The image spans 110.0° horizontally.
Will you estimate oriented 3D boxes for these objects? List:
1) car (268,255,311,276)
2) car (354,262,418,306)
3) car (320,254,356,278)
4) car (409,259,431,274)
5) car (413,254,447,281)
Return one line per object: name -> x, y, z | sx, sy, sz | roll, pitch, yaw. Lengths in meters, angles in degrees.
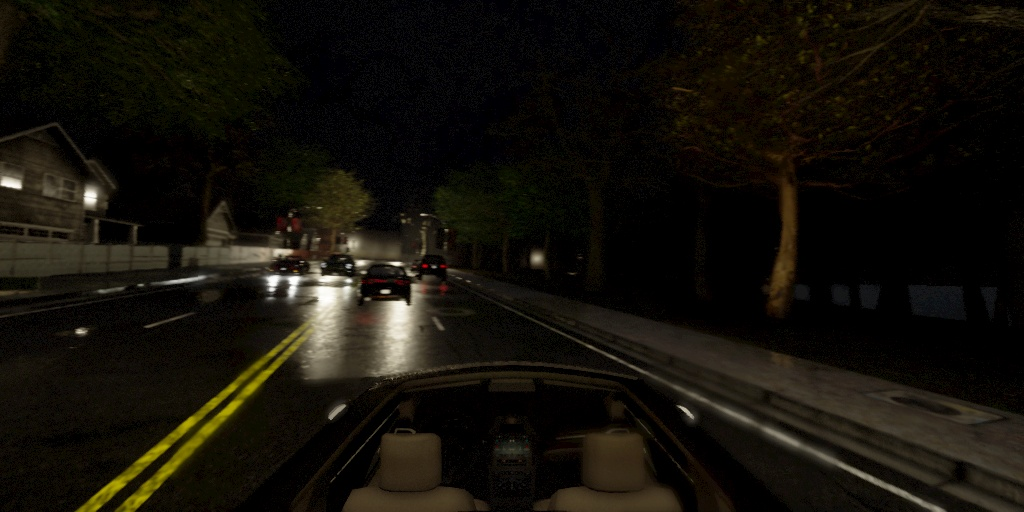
car -> -16.027, 0.668, 26.089 | 1.994, 1.385, 4.181 | 4, -1, -19
car -> -5.184, 1.076, 14.844 | 1.882, 1.535, 5.008 | 4, -1, -19
car -> -12.797, 0.651, 26.703 | 2.097, 1.767, 4.553 | 4, -1, -19
car -> -10.428, 1.164, 40.323 | 2.033, 1.411, 5.357 | 4, -1, -18
car -> -6.775, 0.909, 29.757 | 2.150, 2.045, 5.566 | 4, -1, -19
